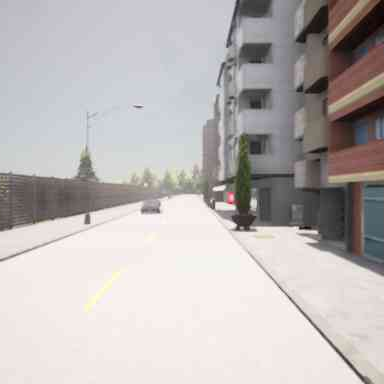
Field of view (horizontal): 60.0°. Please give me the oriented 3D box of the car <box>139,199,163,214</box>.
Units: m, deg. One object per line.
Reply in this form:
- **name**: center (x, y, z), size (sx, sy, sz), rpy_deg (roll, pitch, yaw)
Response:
- **car**: center (-4.004, 1.432, 33.598), size (1.812, 1.442, 4.674), rpy_deg (0, 0, 0)
